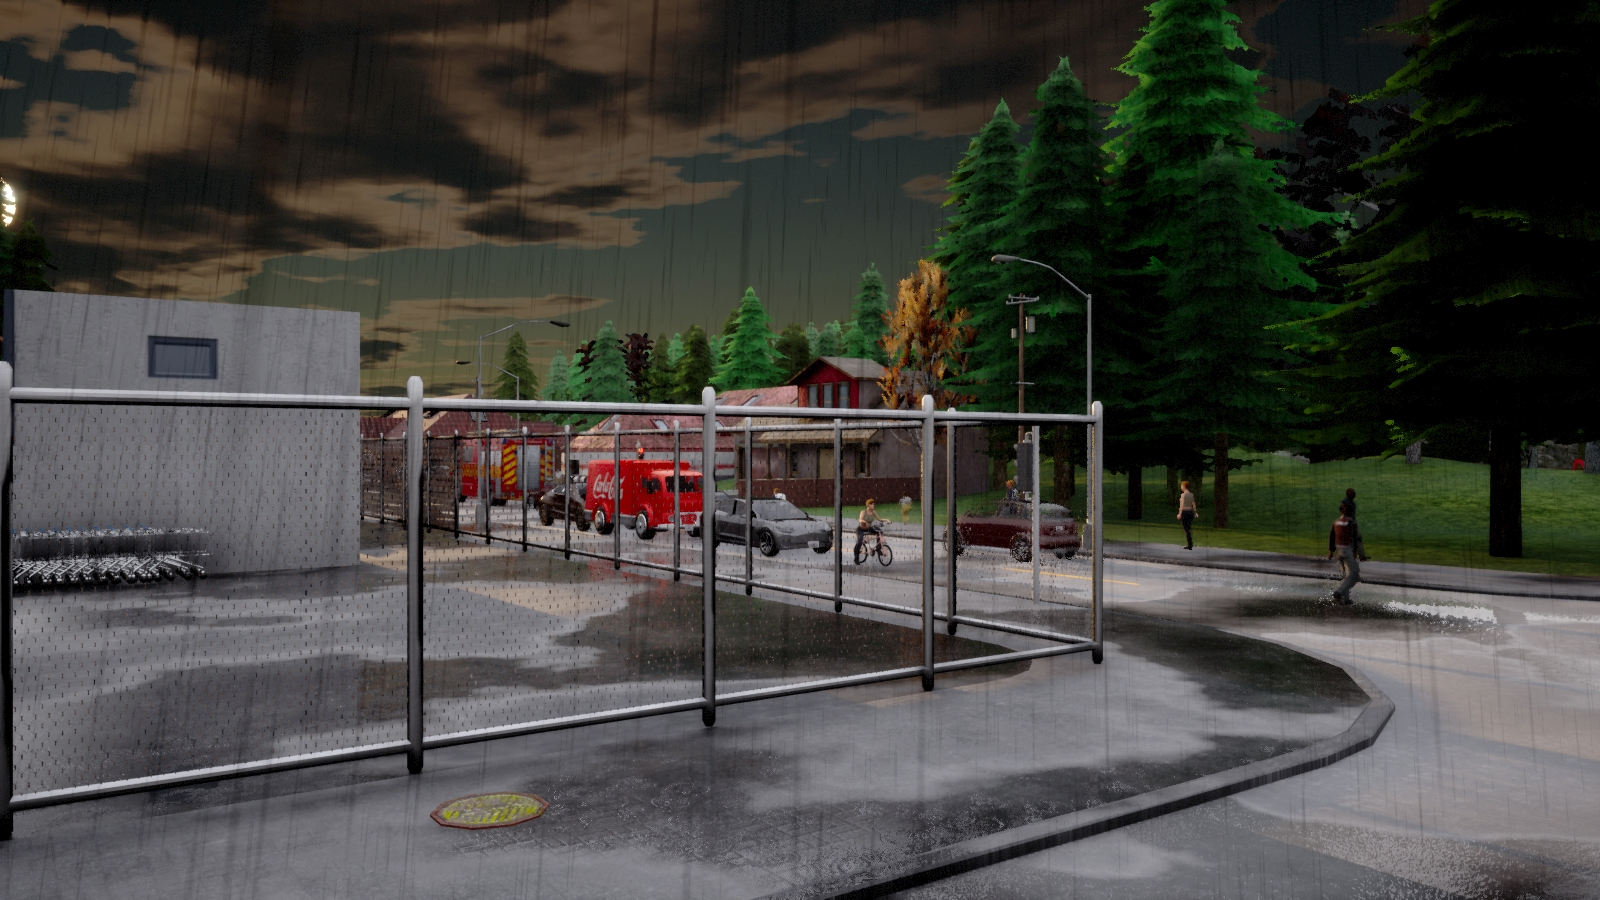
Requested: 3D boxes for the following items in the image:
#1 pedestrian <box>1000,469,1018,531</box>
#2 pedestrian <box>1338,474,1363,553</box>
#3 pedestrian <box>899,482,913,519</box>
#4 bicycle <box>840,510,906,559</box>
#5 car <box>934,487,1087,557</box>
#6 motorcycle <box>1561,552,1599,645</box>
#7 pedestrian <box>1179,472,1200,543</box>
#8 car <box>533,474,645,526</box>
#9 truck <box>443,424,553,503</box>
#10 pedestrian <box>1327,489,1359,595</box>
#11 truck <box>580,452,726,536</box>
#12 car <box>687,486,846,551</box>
[{"bbox_3d":[6.403,1.520,35.032,0.375,1.860,0.375,0,0,-43],"label":"pedestrian"},{"bbox_3d":[13.150,1.520,27.288,0.375,1.860,0.375,0,0,-20],"label":"pedestrian"},{"bbox_3d":[3.775,1.801,40.759,0.375,1.300,0.375,0,0,-21],"label":"pedestrian"},{"bbox_3d":[1.773,2.033,27.810,0.859,1.080,1.487,0,0,-35],"label":"bicycle"},{"bbox_3d":[5.371,1.803,29.569,1.789,1.549,3.705,0,0,-35],"label":"car"},{"bbox_3d":[11.393,1.990,15.133,2.033,1.145,0.803,0,0,17],"label":"motorcycle"},{"bbox_3d":[10.390,1.522,30.465,0.375,1.860,0.375,0,0,-32],"label":"pedestrian"},{"bbox_3d":[-7.756,1.772,41.538,2.152,1.651,5.027,0,0,-34],"label":"car"},{"bbox_3d":[-16.069,0.666,60.302,2.891,3.827,8.468,0,0,-35],"label":"truck"},{"bbox_3d":[9.680,1.625,20.372,0.375,1.860,0.375,0,0,-27],"label":"pedestrian"},{"bbox_3d":[-4.910,1.336,37.383,2.627,2.467,5.204,0,0,-35],"label":"truck"},{"bbox_3d":[-1.029,1.840,31.812,2.163,1.488,4.792,0,0,-35],"label":"car"}]
